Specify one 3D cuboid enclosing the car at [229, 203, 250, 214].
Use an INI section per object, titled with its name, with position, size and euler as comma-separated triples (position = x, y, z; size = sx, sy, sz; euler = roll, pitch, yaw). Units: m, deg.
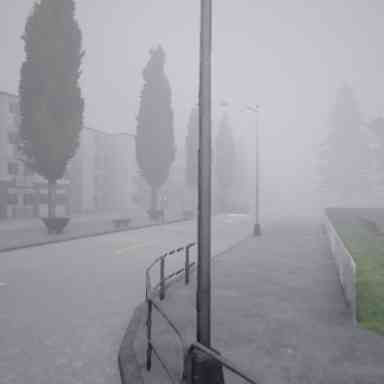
[car]
position = 6.300, 2.181, 43.811
size = 1.994, 1.385, 4.181
euler = 0, -1, 21
